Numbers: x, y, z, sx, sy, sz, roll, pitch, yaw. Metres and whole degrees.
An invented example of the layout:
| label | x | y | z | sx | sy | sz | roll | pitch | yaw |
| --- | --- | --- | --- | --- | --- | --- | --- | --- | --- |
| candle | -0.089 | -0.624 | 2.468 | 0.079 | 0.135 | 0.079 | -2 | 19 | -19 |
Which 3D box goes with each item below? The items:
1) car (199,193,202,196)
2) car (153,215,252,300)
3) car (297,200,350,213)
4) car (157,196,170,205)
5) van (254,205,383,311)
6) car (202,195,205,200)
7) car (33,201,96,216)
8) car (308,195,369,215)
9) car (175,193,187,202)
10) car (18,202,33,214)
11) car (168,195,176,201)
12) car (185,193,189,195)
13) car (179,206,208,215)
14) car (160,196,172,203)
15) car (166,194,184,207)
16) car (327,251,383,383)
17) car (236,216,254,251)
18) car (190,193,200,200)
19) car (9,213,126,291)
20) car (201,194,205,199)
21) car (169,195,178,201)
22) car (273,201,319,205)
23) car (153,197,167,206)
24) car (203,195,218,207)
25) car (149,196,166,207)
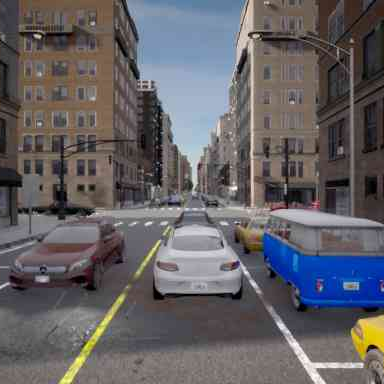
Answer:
| label | x | y | z | sx | sy | sz | roll | pitch | yaw |
| --- | --- | --- | --- | --- | --- | --- | --- | --- | --- |
| car | 3.594 | 1.549 | 89.493 | 2.008 | 1.369 | 4.403 | 1 | 0 | 1 |
| car | 0.086 | 1.527 | 8.293 | 1.812 | 1.442 | 4.674 | 0 | 0 | -1 |
| car | 15.247 | 1.712 | 38.787 | 5.357 | 1.411 | 2.033 | 0 | -1 | 0 |
| car | -5.318 | 1.556 | 61.954 | 2.008 | 1.369 | 4.403 | 1 | 0 | 1 |
| van | 2.686 | 1.342 | 7.445 | 1.690 | 1.788 | 3.998 | 1 | 0 | 0 |
| car | 3.130 | 1.549 | 56.312 | 1.887 | 1.381 | 4.507 | 1 | 0 | 1 |
| car | -10.879 | 1.499 | 29.050 | 4.718 | 1.301 | 1.895 | 1 | -1 | 0 |
| car | 15.599 | 1.356 | 35.539 | 5.566 | 2.045 | 2.150 | 0 | -1 | 0 |
| car | -2.533 | 1.482 | 61.884 | 1.882 | 1.535 | 5.008 | 0 | 0 | 1 |
| car | -18.055 | 1.411 | 32.354 | 5.357 | 1.411 | 2.033 | 0 | -1 | 0 |
| car | -5.010 | 1.526 | 83.900 | 1.752 | 1.417 | 4.829 | 1 | 0 | 1 |
| car | -2.326 | 1.359 | 72.011 | 2.097 | 1.767 | 4.553 | 0 | 0 | 1 |
| car | 0.110 | 1.566 | 15.629 | 1.994 | 1.385 | 4.181 | 0 | 0 | 0 |
| car | -5.240 | 1.549 | 67.483 | 1.887 | 1.381 | 4.507 | 1 | 0 | 1 |
| car | -2.693 | 1.483 | 52.224 | 1.882 | 1.535 | 5.008 | 0 | 0 | 1 |
| car | 2.678 | 1.526 | 1.941 | 1.752 | 1.417 | 4.829 | 1 | 0 | 0 |
| car | 2.692 | 1.528 | 13.288 | 1.752 | 1.417 | 4.829 | 1 | 0 | 0 |
| car | 0.951 | 1.523 | 91.829 | 1.812 | 1.442 | 4.674 | 0 | 0 | 1 |
| car | -3.048 | 1.527 | 9.156 | 1.812 | 1.442 | 4.674 | 0 | 0 | 1 |
| car | 3.207 | 1.555 | 61.842 | 2.008 | 1.369 | 4.403 | 1 | 0 | 1 |
| car | -4.931 | 1.565 | 89.598 | 1.947 | 1.339 | 4.313 | 1 | 0 | 1 |
| car | 9.816 | 1.588 | 32.127 | 4.674 | 1.442 | 1.812 | 0 | -1 | 0 |
| car | -5.395 | 1.571 | 56.426 | 1.947 | 1.339 | 4.313 | 1 | 0 | 1 |
| car | 3.052 | 1.571 | 50.782 | 1.947 | 1.339 | 4.313 | 1 | 0 | 1 |
| car | -5.473 | 1.588 | 50.897 | 1.802 | 1.307 | 4.206 | 1 | 0 | 1 |
